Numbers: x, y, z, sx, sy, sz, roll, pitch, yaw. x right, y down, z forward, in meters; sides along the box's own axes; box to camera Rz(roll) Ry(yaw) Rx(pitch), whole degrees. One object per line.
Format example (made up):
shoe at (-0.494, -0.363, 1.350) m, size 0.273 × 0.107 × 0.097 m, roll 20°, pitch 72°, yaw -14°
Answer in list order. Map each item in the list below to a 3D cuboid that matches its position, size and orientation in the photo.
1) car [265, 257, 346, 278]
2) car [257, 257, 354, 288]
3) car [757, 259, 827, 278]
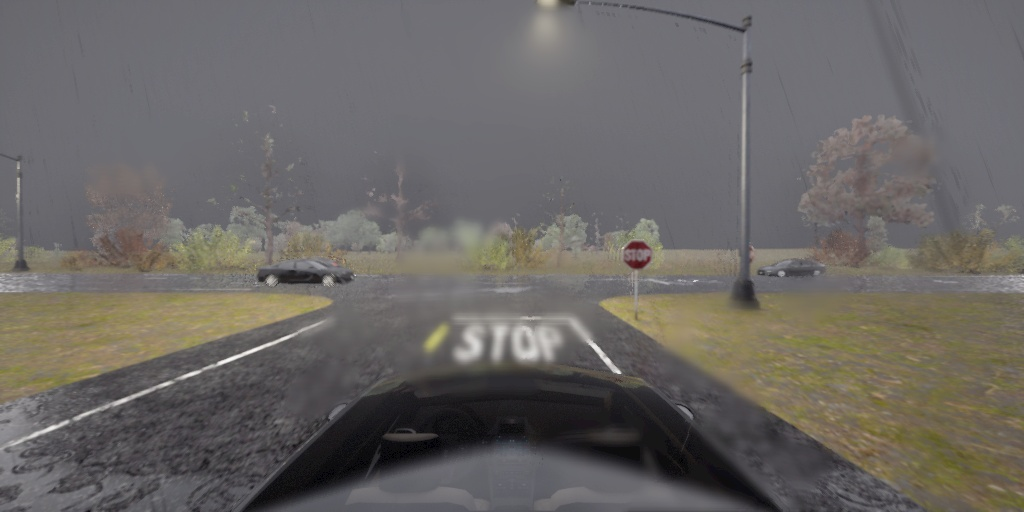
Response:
car at (-15.566, 0.826, 27.276) m, size 4.902 × 1.511 × 2.128 m, roll 0°, pitch 1°, yaw -2°
car at (-11.622, 0.937, 20.391) m, size 5.008 × 1.535 × 1.882 m, roll 0°, pitch 1°, yaw -2°
car at (22.017, 1.026, 28.307) m, size 4.892 × 1.490 × 1.837 m, roll -1°, pitch 1°, yaw -2°
